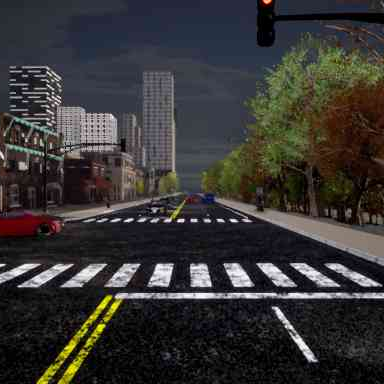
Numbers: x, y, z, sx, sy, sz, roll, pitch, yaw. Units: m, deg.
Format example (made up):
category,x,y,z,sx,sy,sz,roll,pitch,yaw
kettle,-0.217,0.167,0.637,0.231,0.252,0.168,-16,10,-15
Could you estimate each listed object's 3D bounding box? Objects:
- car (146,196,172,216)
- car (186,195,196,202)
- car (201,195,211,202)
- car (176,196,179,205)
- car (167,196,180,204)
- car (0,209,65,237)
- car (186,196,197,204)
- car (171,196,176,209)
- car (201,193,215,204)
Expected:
category,x,y,z,sx,sy,sz,roll,pitch,yaw
car,-3.429,1.481,32.982,2.128,1.511,4.902,0,0,0
car,-0.189,1.510,74.473,2.033,1.411,5.357,0,0,0
car,3.057,1.448,74.409,1.882,1.535,5.008,0,0,0
car,-3.467,1.486,53.172,1.837,1.490,4.892,0,0,0
car,-3.456,1.468,63.562,2.128,1.511,4.902,0,0,1
car,-8.762,1.577,17.043,4.181,1.385,1.994,-1,0,-15
car,-0.059,1.540,64.485,1.994,1.385,4.181,0,0,-1
car,-3.449,1.490,43.032,1.837,1.490,4.892,0,0,0
car,3.187,1.197,63.834,2.150,2.045,5.566,0,0,0
